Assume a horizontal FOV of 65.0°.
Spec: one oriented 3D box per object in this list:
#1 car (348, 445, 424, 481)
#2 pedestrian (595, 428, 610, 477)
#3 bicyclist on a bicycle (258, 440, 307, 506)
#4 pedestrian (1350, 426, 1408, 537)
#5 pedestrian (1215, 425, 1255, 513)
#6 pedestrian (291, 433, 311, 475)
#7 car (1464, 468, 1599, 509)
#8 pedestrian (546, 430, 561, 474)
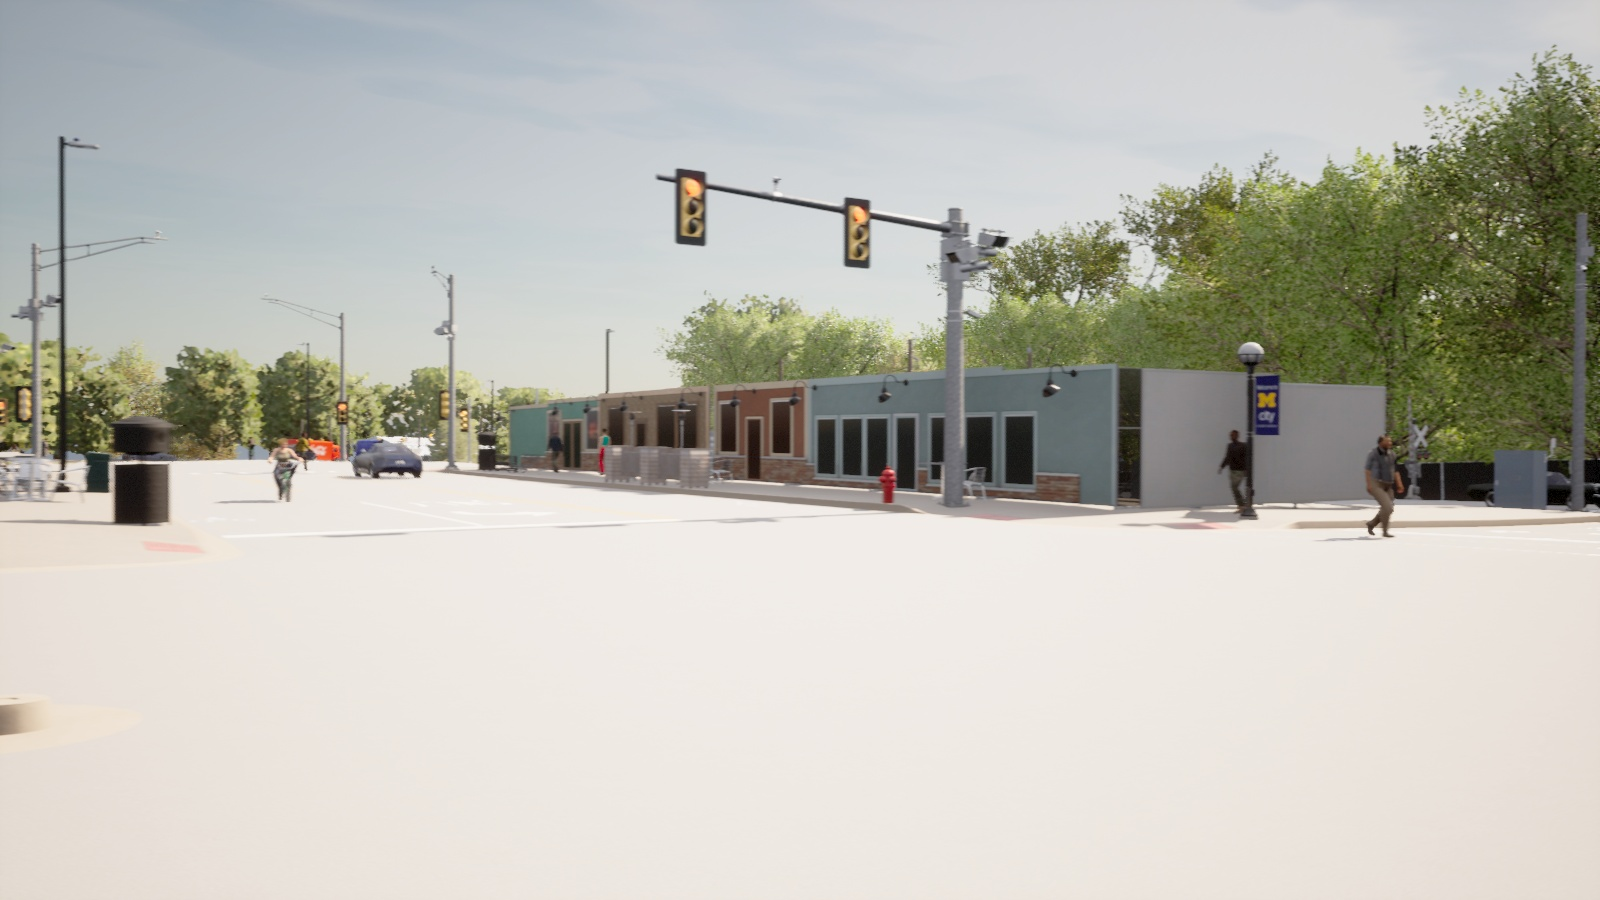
[{"bbox_3d":[-16.729,0.492,50.632,1.994,1.385,4.181,-1,1,-32],"label":"car"},{"bbox_3d":[-7.526,0.095,47.909,0.345,1.836,0.594,-1,1,-33],"label":"pedestrian"},{"bbox_3d":[-12.945,0.553,31.390,0.866,1.612,1.509,-1,1,-32],"label":"bicyclist on a bicycle"},{"bbox_3d":[9.773,0.517,21.209,0.540,1.848,0.694,0,1,-18],"label":"pedestrian"},{"bbox_3d":[9.184,0.389,26.514,0.703,1.840,0.431,-1,1,-32],"label":"pedestrian"},{"bbox_3d":[-22.301,0.166,56.152,0.709,1.840,0.431,-1,1,-44],"label":"pedestrian"},{"bbox_3d":[26.027,1.314,43.912,1.895,1.301,4.718,-1,0,-28],"label":"car"},{"bbox_3d":[-10.297,0.068,52.506,0.402,1.842,0.726,0,1,-29],"label":"pedestrian"}]
